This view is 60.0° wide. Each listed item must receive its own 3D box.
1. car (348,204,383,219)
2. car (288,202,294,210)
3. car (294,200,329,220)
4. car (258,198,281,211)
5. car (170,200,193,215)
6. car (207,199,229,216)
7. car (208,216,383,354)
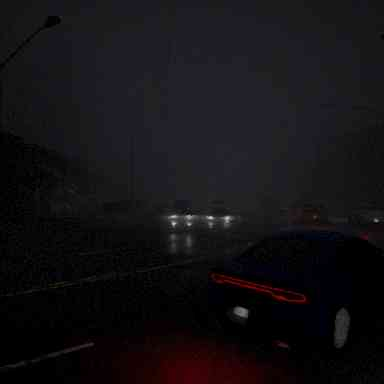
[{"bbox_3d":[11.982,1.525,22.745,1.812,1.442,4.674,0,0,15],"label":"car"},{"bbox_3d":[13.103,1.601,39.958,1.895,1.301,4.718,0,0,-1],"label":"car"},{"bbox_3d":[8.841,1.477,24.564,1.882,1.535,5.008,0,0,14],"label":"car"},{"bbox_3d":[9.585,1.478,41.433,1.882,1.535,5.008,0,0,-1],"label":"car"},{"bbox_3d":[-0.980,1.525,33.498,1.812,1.442,4.674,0,0,2],"label":"car"},{"bbox_3d":[2.547,1.477,33.106,1.882,1.535,5.008,0,0,1],"label":"car"},{"bbox_3d":[2.451,1.477,6.280,5.008,1.535,1.882,-1,1,-44],"label":"car"}]
